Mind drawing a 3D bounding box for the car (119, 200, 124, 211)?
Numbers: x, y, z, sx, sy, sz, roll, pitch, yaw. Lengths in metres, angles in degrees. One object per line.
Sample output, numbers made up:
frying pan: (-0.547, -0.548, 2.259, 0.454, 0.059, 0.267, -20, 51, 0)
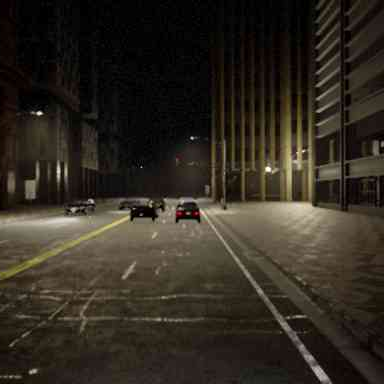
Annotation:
car: (-7.151, 1.361, 38.691, 2.033, 1.411, 5.357, 0, 0, -1)

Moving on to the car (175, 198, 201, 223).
car: (-0.300, 1.437, 24.498, 2.033, 1.411, 5.357, 0, 0, -1)

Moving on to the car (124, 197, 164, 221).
car: (-3.570, 1.380, 25.644, 2.128, 1.511, 4.902, 0, 0, -1)

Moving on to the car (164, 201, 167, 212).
car: (-3.732, 1.307, 35.075, 1.882, 1.535, 5.008, 0, 0, -1)

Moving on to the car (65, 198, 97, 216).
car: (-10.341, 1.361, 31.389, 2.128, 1.511, 4.902, 0, 0, -1)

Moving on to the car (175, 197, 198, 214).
car: (-0.566, 1.320, 34.238, 2.128, 1.511, 4.902, 0, 0, -1)
